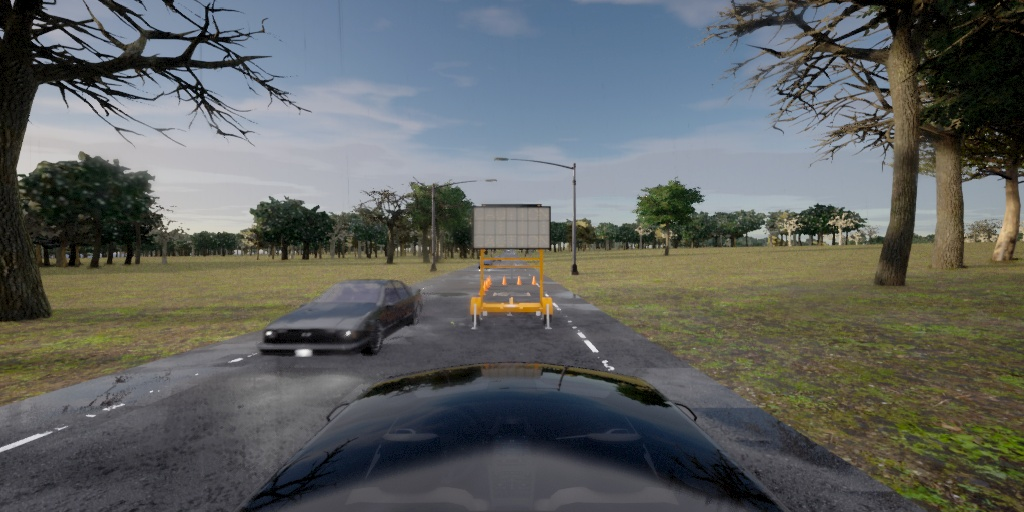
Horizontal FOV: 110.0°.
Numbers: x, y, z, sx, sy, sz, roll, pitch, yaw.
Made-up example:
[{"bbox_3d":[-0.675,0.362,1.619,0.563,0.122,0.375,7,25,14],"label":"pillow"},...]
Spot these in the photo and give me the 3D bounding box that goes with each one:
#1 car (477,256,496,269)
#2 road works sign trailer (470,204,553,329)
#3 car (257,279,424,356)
[{"bbox_3d":[-3.648,1.066,49.412,2.033,1.411,5.357,0,1,0],"label":"car"},{"bbox_3d":[-0.010,0.198,11.146,2.380,3.560,2.880,0,0,0],"label":"road works sign trailer"},{"bbox_3d":[-3.606,1.287,8.875,2.033,1.411,5.357,0,0,0],"label":"car"}]
